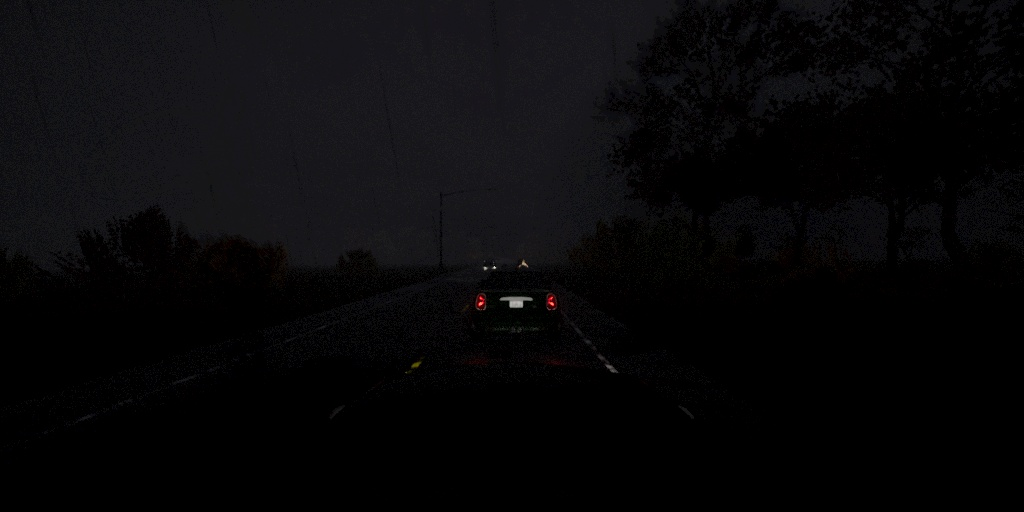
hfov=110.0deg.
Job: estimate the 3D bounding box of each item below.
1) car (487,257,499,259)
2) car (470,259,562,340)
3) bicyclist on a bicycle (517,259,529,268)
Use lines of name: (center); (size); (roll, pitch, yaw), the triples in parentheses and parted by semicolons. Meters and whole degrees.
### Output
car: (-3.889, 0.984, 63.252); (2.097, 1.767, 4.553); (0, 0, 0)
car: (0.095, 1.085, 10.052); (2.097, 1.767, 4.553); (0, 0, 0)
bicyclist on a bicycle: (0.913, 1.132, 28.444); (0.866, 1.612, 1.509); (0, 0, 0)
